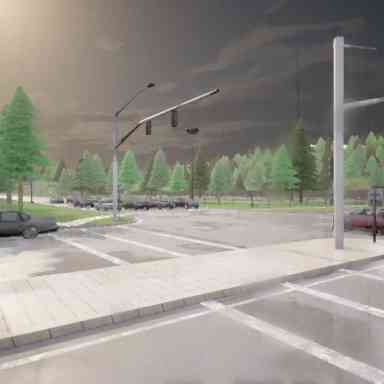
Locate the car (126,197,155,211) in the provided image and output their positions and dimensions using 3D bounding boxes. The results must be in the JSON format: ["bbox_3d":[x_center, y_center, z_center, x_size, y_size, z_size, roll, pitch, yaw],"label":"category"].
[{"bbox_3d":[-7.120,1.547,42.077,2.033,1.411,5.357,0,0,-35],"label":"car"}]

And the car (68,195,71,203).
[{"bbox_3d":[-22.858,1.351,64.673,2.097,1.767,4.553,0,0,-35],"label":"car"}]

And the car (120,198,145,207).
[{"bbox_3d":[-9.245,1.601,51.209,1.895,1.301,4.718,0,0,-35],"label":"car"}]

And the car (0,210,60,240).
[{"bbox_3d":[-9.115,1.547,15.573,5.357,1.411,2.033,0,0,-30],"label":"car"}]

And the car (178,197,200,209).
[{"bbox_3d":[-0.919,1.505,45.428,1.837,1.490,4.892,0,0,-35],"label":"car"}]

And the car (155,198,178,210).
[{"bbox_3d":[-4.131,1.564,43.914,1.994,1.385,4.181,0,0,-35],"label":"car"}]

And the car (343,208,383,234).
[{"bbox_3d":[9.963,1.564,17.724,1.994,1.385,4.181,0,0,-35],"label":"car"}]

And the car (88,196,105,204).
[{"bbox_3d":[-18.529,1.564,64.569,1.994,1.385,4.181,0,0,-35],"label":"car"}]

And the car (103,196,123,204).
[{"bbox_3d":[-16.046,1.548,67.161,2.033,1.411,5.357,0,0,-35],"label":"car"}]

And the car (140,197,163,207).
[{"bbox_3d":[-6.553,1.564,53.472,1.994,1.385,4.181,0,0,-35],"label":"car"}]

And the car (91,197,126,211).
[{"bbox_3d":[-10.164,1.601,40.323,1.895,1.301,4.718,0,0,-35],"label":"car"}]

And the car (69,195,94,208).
[{"bbox_3d":[-15.754,1.547,48.297,2.033,1.411,5.357,0,0,-35],"label":"car"}]

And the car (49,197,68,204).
[{"bbox_3d":[-25.051,1.564,61.674,1.994,1.385,4.181,0,0,-35],"label":"car"}]
